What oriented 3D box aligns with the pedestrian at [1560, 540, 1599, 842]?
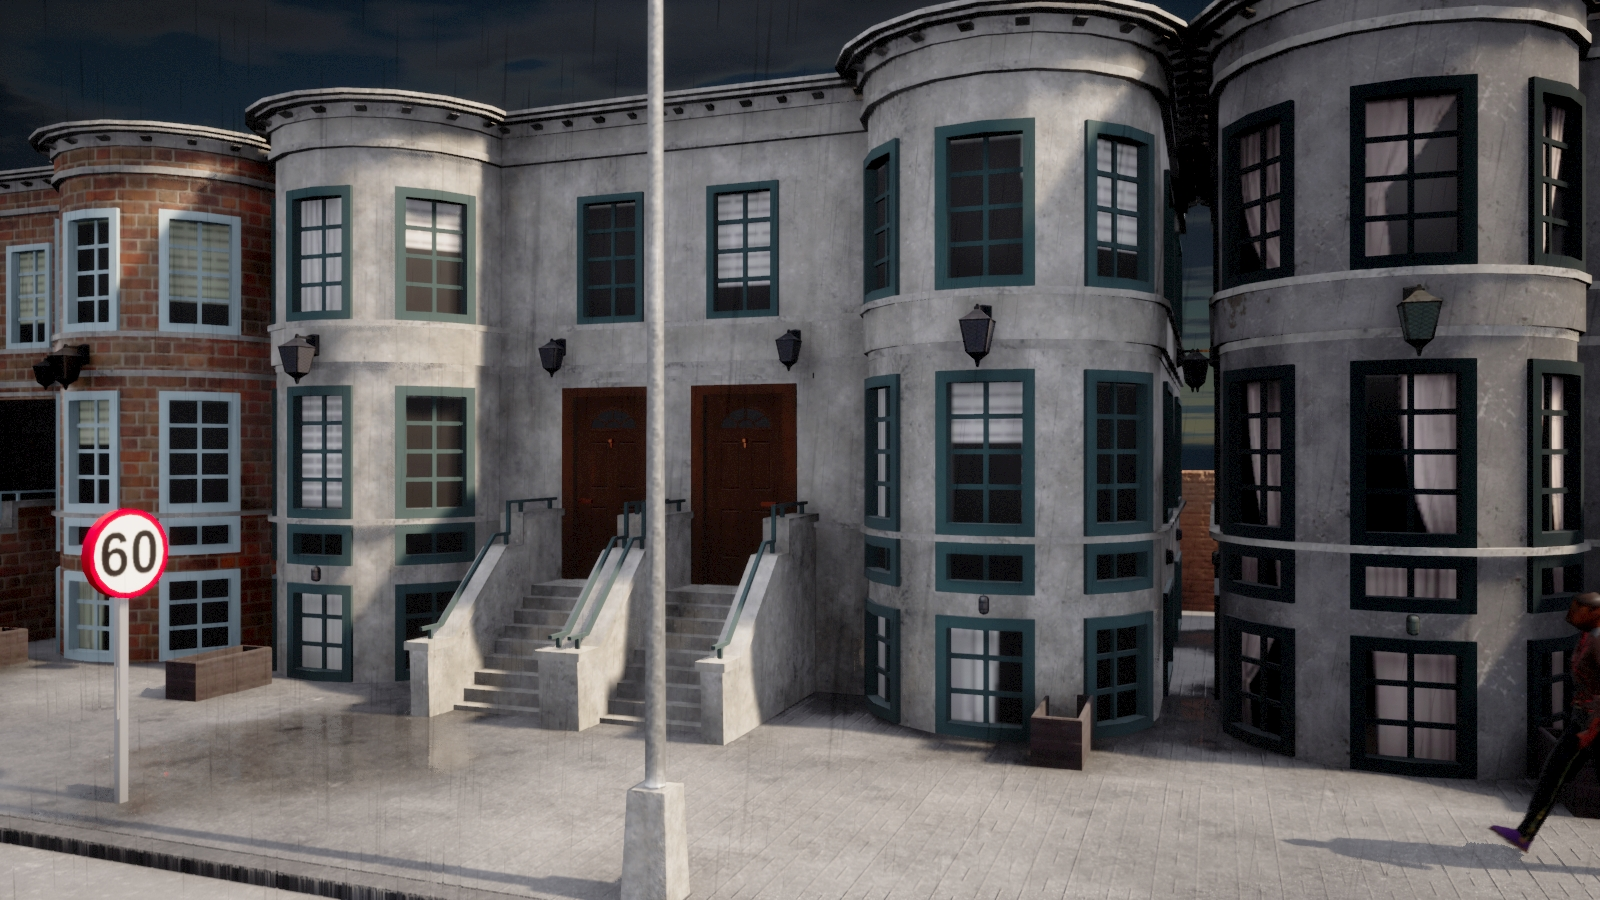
[{"bbox_3d":[5.132,1.524,7.305,0.375,1.860,0.375,0,0,20],"label":"pedestrian"}]
